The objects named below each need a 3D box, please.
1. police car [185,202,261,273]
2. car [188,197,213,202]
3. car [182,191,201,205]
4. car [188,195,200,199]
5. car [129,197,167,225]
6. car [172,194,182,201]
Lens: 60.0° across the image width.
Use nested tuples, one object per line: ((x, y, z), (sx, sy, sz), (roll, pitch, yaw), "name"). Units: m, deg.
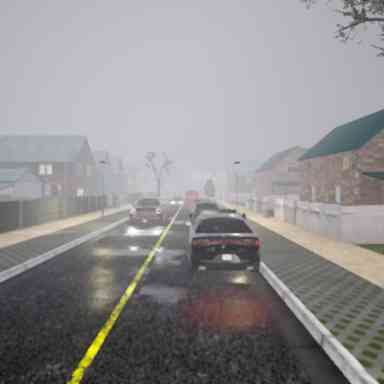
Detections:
((0.829, 1.319, 10.466), (1.930, 1.638, 5.238), (0, 1, 0), "police car")
((0.833, 1.309, 20.358), (1.837, 1.490, 4.892), (0, 0, 0), "car")
((0.045, 0.807, 47.664), (2.150, 2.045, 5.566), (0, 0, 0), "car")
((0.835, 1.257, 26.358), (1.837, 1.490, 4.892), (0, 0, 0), "car")
((-2.838, 1.140, 22.211), (2.097, 1.767, 4.553), (0, 1, 0), "car")
((-2.760, 1.091, 62.486), (1.895, 1.301, 4.718), (0, 0, 1), "car")
